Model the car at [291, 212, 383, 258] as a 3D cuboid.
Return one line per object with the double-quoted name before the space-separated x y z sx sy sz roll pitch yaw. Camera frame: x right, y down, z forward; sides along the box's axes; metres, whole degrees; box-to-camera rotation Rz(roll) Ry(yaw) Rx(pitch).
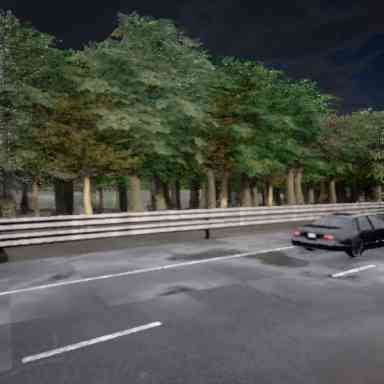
"car" 6.009 1.473 12.413 5.357 1.411 2.033 0 0 -35
